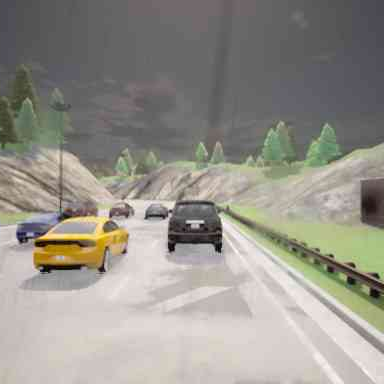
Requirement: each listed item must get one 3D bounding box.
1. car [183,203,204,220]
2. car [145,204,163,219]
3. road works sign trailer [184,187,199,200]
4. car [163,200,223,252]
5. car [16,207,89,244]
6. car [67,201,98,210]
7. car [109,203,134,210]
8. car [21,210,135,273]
[{"bbox_3d":[0.126,1.834,32.361,1.994,1.385,4.181,0,0,0],"label":"car"},{"bbox_3d":[-3.375,1.834,32.300,1.994,1.385,4.181,0,0,0],"label":"car"},{"bbox_3d":[-0.082,0.898,51.964,2.380,3.560,2.880,0,0,0],"label":"road works sign trailer"},{"bbox_3d":[0.129,1.346,14.752,2.150,2.045,5.566,0,0,0],"label":"car"},{"bbox_3d":[-6.874,1.663,16.461,1.812,1.442,4.674,0,0,0],"label":"car"},{"bbox_3d":[-10.370,1.614,31.440,2.097,1.767,4.553,0,0,0],"label":"car"},{"bbox_3d":[-6.889,1.799,32.774,1.812,1.442,4.674,0,0,0],"label":"car"},{"bbox_3d":[-3.387,1.571,11.086,1.882,1.535,5.008,0,0,0],"label":"car"}]
